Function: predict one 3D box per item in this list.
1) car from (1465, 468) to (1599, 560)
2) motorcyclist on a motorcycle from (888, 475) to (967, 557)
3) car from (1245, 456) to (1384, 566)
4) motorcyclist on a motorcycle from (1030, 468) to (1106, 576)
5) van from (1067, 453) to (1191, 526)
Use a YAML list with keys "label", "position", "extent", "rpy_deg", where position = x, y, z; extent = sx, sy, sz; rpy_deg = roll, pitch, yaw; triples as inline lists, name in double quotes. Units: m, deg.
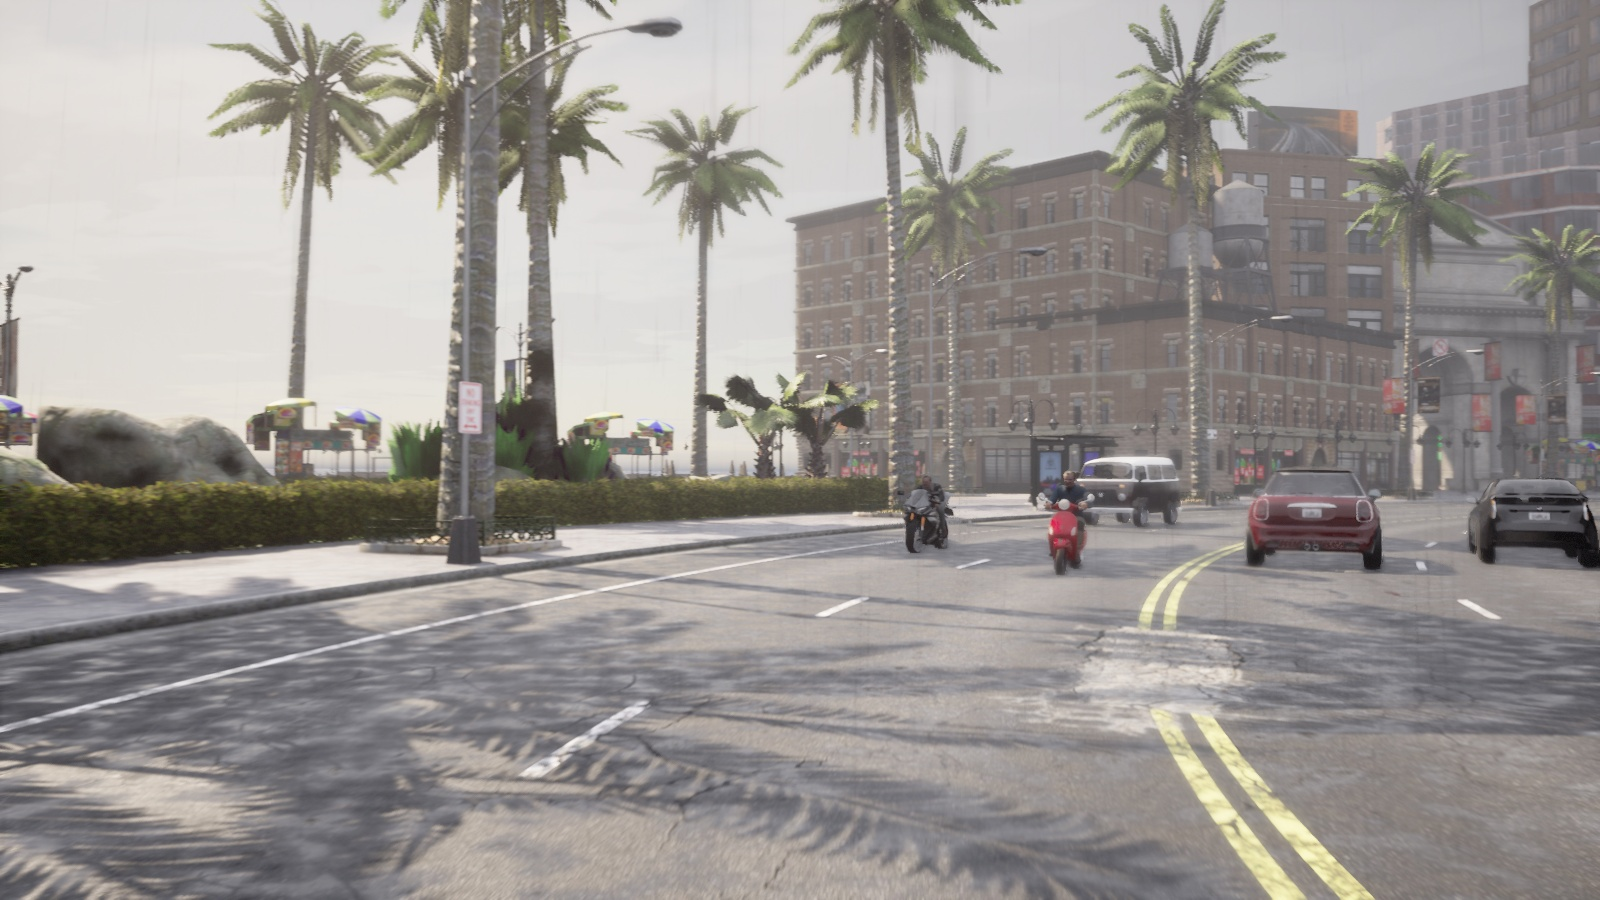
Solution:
- label: "car"
  position: [13.605, 1.110, 23.401]
  extent: [2.007, 1.525, 4.514]
  rpy_deg: [-1, -1, 26]
- label: "motorcyclist on a motorcycle"
  position: [2.535, 1.255, 24.689]
  extent: [0.866, 1.530, 2.191]
  rpy_deg: [0, -1, 25]
- label: "car"
  position: [9.358, 1.024, 22.693]
  extent: [2.097, 1.767, 4.553]
  rpy_deg: [-1, -1, 24]
- label: "motorcyclist on a motorcycle"
  position: [4.209, 1.083, 19.611]
  extent: [0.866, 1.590, 1.817]
  rpy_deg: [0, -1, 22]
- label: "van"
  position: [9.831, 1.131, 37.273]
  extent: [2.069, 2.038, 4.480]
  rpy_deg: [-1, -1, 36]
